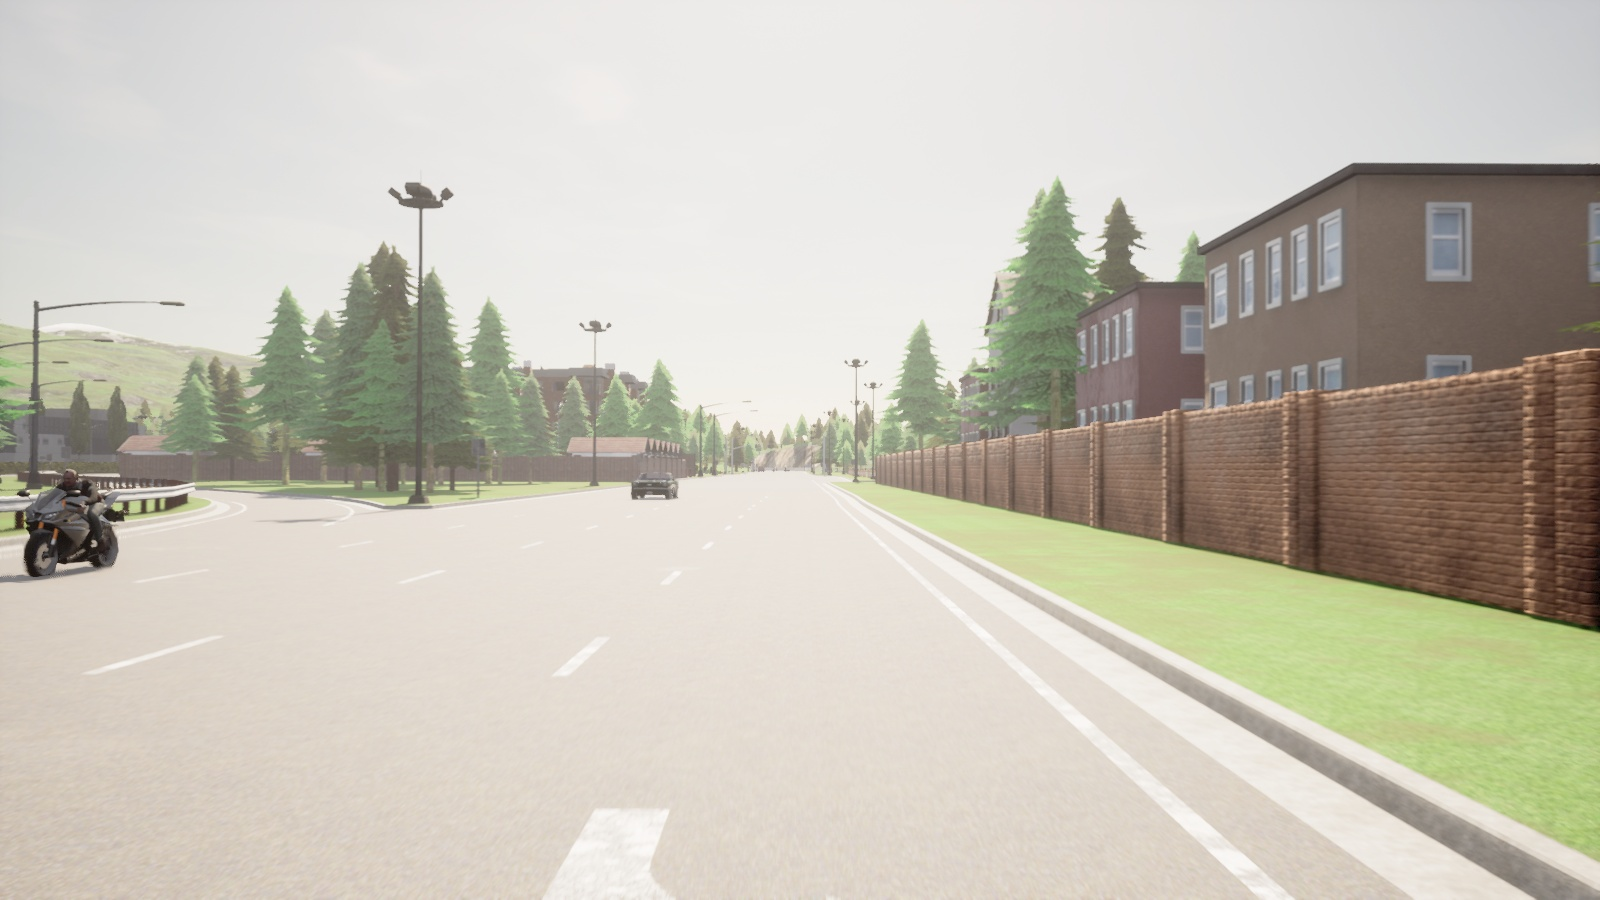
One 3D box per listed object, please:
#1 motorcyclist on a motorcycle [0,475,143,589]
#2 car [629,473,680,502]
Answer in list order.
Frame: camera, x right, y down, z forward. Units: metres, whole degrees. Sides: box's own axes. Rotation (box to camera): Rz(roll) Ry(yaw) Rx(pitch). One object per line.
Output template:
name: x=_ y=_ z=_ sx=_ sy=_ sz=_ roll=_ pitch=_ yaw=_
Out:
motorcyclist on a motorcycle: x=-10.544 y=1.140 z=18.242 sx=0.866 sy=1.530 sz=2.191 roll=0 pitch=-1 yaw=0
car: x=-7.007 y=1.783 z=60.845 sx=1.895 sy=1.301 sz=4.718 roll=0 pitch=-1 yaw=0
